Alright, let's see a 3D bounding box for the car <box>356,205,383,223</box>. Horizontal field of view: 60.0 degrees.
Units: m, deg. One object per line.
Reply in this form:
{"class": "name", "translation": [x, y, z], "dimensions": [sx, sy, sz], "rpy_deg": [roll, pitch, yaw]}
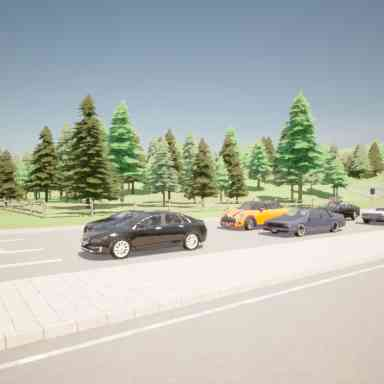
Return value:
{"class": "car", "translation": [14.117, 1.601, 23.783], "dimensions": [4.718, 1.301, 1.895], "rpy_deg": [0, 0, -35]}

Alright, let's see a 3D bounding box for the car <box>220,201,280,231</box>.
{"class": "car", "translation": [3.939, 1.352, 20.873], "dimensions": [4.553, 1.767, 2.097], "rpy_deg": [0, 0, -35]}

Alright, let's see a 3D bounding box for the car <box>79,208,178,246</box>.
{"class": "car", "translation": [-2.996, 1.564, 15.946], "dimensions": [4.181, 1.385, 1.994], "rpy_deg": [0, 0, -34]}

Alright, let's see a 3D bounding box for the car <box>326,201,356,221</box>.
{"class": "car", "translation": [11.192, 1.491, 25.993], "dimensions": [4.902, 1.511, 2.128], "rpy_deg": [0, 0, -35]}

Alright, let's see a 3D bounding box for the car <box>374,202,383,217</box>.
{"class": "car", "translation": [19.508, 1.601, 31.801], "dimensions": [4.718, 1.301, 1.895], "rpy_deg": [0, 0, -35]}

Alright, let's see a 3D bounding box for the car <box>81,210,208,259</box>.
{"class": "car", "translation": [-1.655, 1.505, 12.620], "dimensions": [4.892, 1.490, 1.837], "rpy_deg": [0, 0, -35]}

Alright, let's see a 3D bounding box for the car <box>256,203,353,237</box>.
{"class": "car", "translation": [6.288, 1.547, 18.254], "dimensions": [5.357, 1.411, 2.033], "rpy_deg": [0, 0, -35]}
